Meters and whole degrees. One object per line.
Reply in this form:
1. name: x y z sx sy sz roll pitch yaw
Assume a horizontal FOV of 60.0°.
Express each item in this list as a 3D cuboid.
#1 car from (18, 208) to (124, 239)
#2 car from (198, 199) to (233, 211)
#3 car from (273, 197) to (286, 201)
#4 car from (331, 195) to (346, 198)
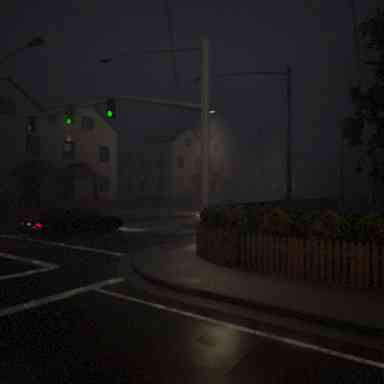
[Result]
1. car: -6.010 1.520 17.233 2.033 1.411 5.357 0 0 34
2. car: 2.800 1.513 36.354 2.033 1.411 5.357 0 0 35
3. car: 14.054 1.506 52.353 1.837 1.490 4.892 0 0 35
4. car: 25.933 1.330 57.162 4.553 1.767 2.097 0 0 -14
